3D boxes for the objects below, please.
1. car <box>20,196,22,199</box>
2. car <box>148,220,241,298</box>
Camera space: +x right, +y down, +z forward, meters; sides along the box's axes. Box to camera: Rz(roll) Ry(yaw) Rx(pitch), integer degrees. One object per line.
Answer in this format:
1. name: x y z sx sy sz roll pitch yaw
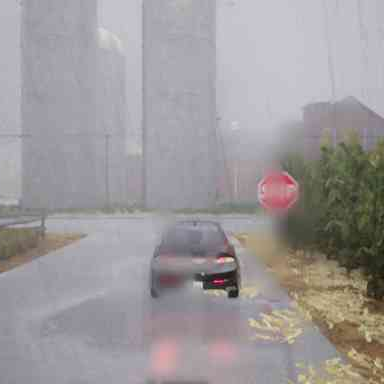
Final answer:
1. car: -37.167 1.000 76.387 3.866 1.878 1.905 0 0 0
2. car: 0.069 1.461 8.407 2.128 1.511 4.902 0 0 0
